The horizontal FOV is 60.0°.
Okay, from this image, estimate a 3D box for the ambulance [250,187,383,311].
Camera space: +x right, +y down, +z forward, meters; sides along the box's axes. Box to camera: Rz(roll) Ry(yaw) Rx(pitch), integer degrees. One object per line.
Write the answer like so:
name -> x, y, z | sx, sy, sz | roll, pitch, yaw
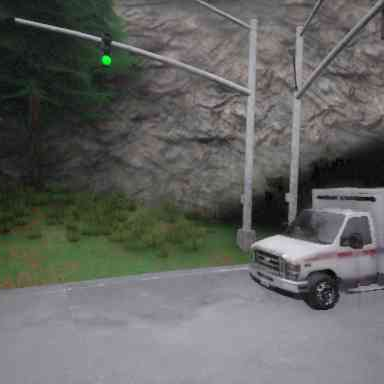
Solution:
ambulance -> 4.543, 1.113, 8.104 | 6.366, 2.431, 2.351 | -2, 1, -19
